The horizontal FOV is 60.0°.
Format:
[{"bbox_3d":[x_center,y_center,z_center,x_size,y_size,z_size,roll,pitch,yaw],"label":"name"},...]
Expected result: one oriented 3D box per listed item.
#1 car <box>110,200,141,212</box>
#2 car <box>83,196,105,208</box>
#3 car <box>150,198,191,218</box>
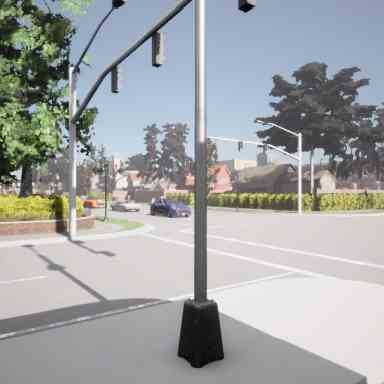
[{"bbox_3d":[-7.785,1.601,38.743,1.895,1.301,4.718,0,0,-36],"label":"car"},{"bbox_3d":[-13.672,1.352,46.885,2.097,1.767,4.553,0,0,-36],"label":"car"},{"bbox_3d":[-2.045,1.352,30.804,2.097,1.767,4.553,0,0,-36],"label":"car"}]
